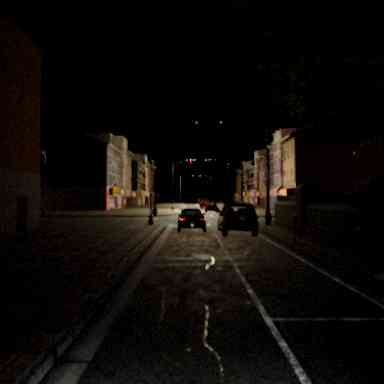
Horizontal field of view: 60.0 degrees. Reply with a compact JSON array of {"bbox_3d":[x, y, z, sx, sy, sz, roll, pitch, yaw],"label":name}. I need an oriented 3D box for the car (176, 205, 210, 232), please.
[{"bbox_3d":[-0.053,1.793,21.935,1.812,1.442,4.674,0,-1,-2],"label":"car"}]

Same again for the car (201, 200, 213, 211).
[{"bbox_3d":[2.643,2.136,46.212,1.887,1.381,4.507,1,-1,0],"label":"car"}]

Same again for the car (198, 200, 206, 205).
[{"bbox_3d":[2.639,2.792,89.706,2.008,1.369,4.403,0,-1,0],"label":"car"}]

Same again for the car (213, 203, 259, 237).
[{"bbox_3d":[2.648,1.555,19.787,2.192,1.841,5.009,1,-1,0],"label":"car"}]

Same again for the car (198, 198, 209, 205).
[{"bbox_3d":[2.642,2.369,62.522,1.887,1.381,4.507,1,-1,0],"label":"car"}]

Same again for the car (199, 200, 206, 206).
[{"bbox_3d":[2.640,2.737,84.269,1.802,1.307,4.206,0,-1,0],"label":"car"}]

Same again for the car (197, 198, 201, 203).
[{"bbox_3d":[2.643,2.220,67.963,2.192,1.841,5.009,1,-1,0],"label":"car"}]
